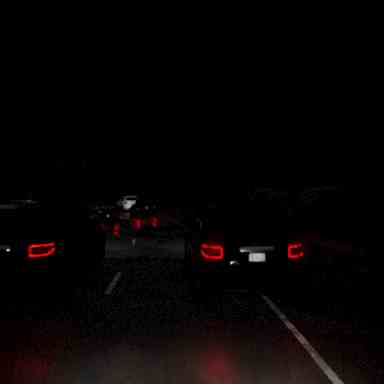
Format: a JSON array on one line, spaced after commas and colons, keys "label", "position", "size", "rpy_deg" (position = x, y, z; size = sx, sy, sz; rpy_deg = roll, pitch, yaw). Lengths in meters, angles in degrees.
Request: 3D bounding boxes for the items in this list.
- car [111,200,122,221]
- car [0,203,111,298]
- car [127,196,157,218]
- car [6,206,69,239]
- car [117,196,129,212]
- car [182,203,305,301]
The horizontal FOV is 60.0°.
[{"label": "car", "position": [-7.243, 1.727, 28.596], "size": [1.812, 1.442, 4.674], "rpy_deg": [0, 0, -15]}, {"label": "car", "position": [-3.810, 1.285, 8.720], "size": [2.150, 2.045, 5.566], "rpy_deg": [0, 0, -4]}, {"label": "car", "position": [-5.010, 1.586, 33.769], "size": [2.097, 1.767, 4.553], "rpy_deg": [0, 0, -18]}, {"label": "car", "position": [-8.719, 1.632, 19.271], "size": [2.128, 1.511, 4.902], "rpy_deg": [0, 0, -10]}, {"label": "car", "position": [-8.355, 1.523, 43.270], "size": [2.150, 2.045, 5.566], "rpy_deg": [0, 0, -25]}, {"label": "car", "position": [0.979, 1.282, 8.640], "size": [2.150, 2.045, 5.566], "rpy_deg": [0, 0, -4]}]
